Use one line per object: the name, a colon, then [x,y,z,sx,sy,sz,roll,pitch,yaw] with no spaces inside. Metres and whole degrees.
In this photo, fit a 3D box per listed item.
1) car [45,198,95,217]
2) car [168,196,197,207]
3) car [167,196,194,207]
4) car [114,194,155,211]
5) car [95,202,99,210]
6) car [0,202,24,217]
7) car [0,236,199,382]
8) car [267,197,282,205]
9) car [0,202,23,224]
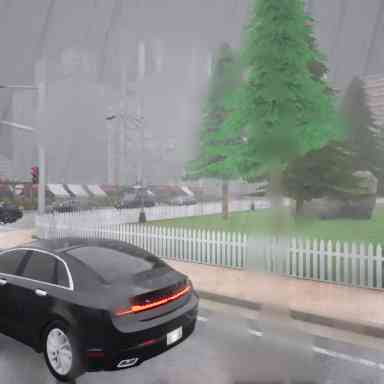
car: [-12.325,1.491,32.136,2.128,1.511,4.902,0,0,34]
car: [-1.146,1.352,48.744,2.097,1.767,4.553,0,0,34]
car: [-1.877,1.505,53.907,1.837,1.490,4.892,0,0,34]
car: [-6.851,1.221,40.283,2.150,2.045,5.566,0,0,34]
car: [-12.883,1.478,37.583,1.882,1.535,5.008,0,0,34]
car: [-18.020,1.601,30.051,1.895,1.301,4.718,0,0,36]
car: [-2.178,1.505,5.481,4.892,1.490,1.837,0,0,36]
car: [14.945,1.564,59.830,1.994,1.385,4.181,0,0,34]
car: [-14.430,1.221,22.222,2.150,2.045,5.566,1,0,38]
